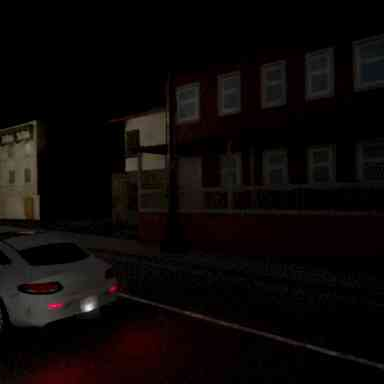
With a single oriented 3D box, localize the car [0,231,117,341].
[{"bbox_3d":[-3.422,1.485,6.423,4.674,1.442,1.812,1,0,36],"label":"car"}]
